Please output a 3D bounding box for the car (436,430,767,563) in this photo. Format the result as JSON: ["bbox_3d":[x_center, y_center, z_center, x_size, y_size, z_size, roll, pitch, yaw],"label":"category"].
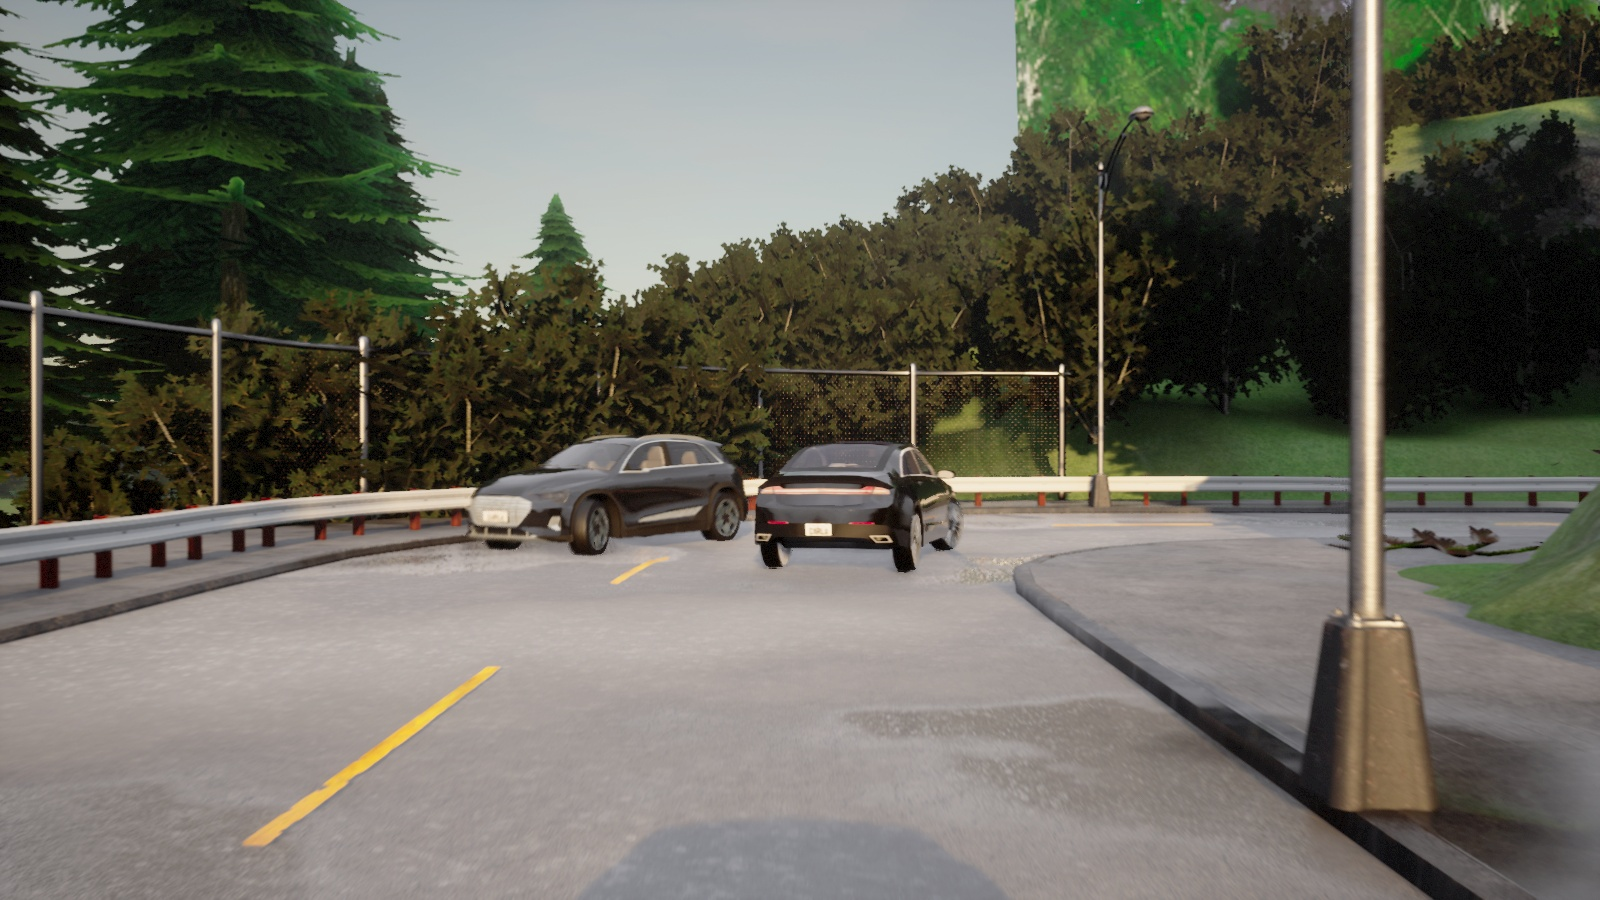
[{"bbox_3d":[-2.688,0.573,18.242,2.033,1.649,4.856,0,0,33],"label":"car"}]

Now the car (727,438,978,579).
[{"bbox_3d":[0.878,0.614,16.097,2.128,1.511,4.902,0,0,16],"label":"car"}]
